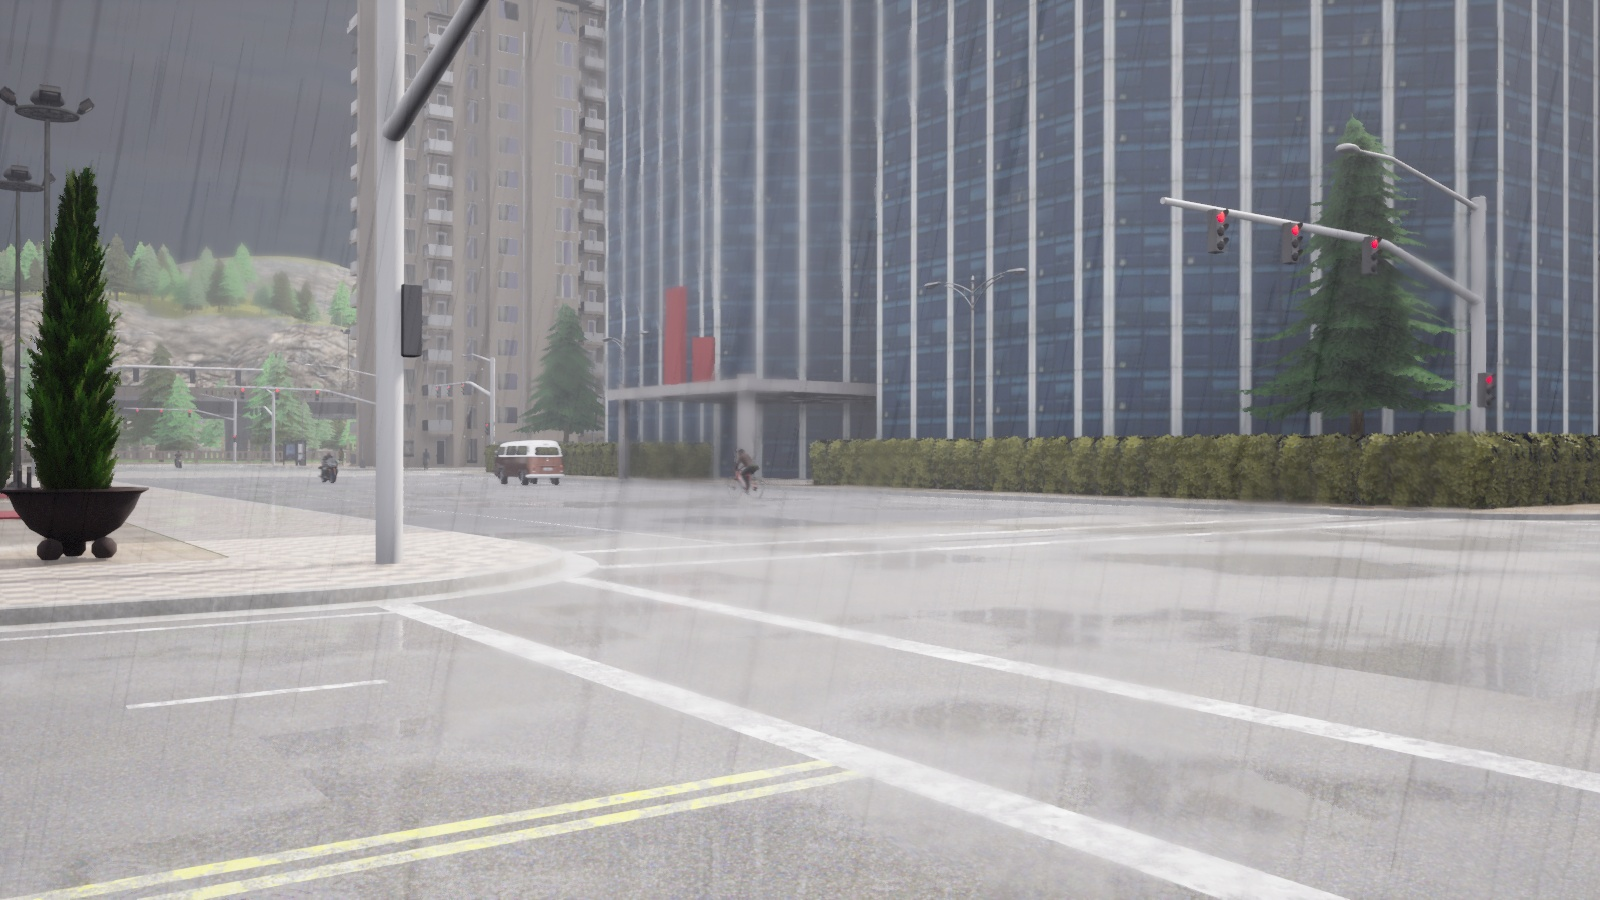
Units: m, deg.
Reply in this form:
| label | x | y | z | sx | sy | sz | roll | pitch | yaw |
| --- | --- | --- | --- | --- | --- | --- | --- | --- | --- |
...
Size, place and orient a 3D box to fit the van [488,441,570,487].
| label | x | y | z | sx | sy | sz | roll | pitch | yaw |
| --- | --- | --- | --- | --- | --- | --- | --- | --- | --- |
| van | -12.540 | 0.636 | 57.928 | 2.069 | 2.038 | 4.480 | 0 | 0 | -35 |

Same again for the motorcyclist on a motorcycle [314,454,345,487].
| label | x | y | z | sx | sy | sz | roll | pitch | yaw |
| --- | --- | --- | --- | --- | --- | --- | --- | --- | --- |
| motorcyclist on a motorcycle | -22.432 | 0.974 | 59.802 | 0.866 | 1.530 | 2.191 | 0 | 0 | -35 |

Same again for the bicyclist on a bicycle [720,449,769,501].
| label | x | y | z | sx | sy | sz | roll | pitch | yaw |
| --- | --- | --- | --- | --- | --- | --- | --- | --- | --- |
| bicyclist on a bicycle | -1.785 | 0.800 | 40.411 | 1.656 | 1.620 | 0.582 | -1 | 0 | 43 |
